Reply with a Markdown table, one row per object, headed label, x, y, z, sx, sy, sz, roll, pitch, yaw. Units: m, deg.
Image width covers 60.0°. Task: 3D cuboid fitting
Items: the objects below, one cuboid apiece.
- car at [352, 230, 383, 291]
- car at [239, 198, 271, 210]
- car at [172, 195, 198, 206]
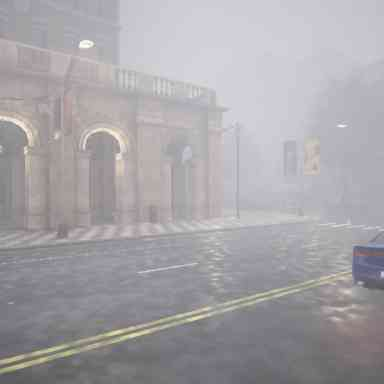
| label | x | y | z | sx | sy | sz | roll | pitch | yaw |
| --- | --- | --- | --- | --- | --- | --- | --- | --- | --- |
| car | 5.803 | 1.478 | 7.996 | 5.008 | 1.535 | 1.882 | 0 | 0 | -37 |
| car | 7.888 | 1.503 | 42.691 | 1.837 | 1.490 | 4.892 | 0 | 1 | -36 |
| car | -1.193 | 1.352 | 55.333 | 2.097 | 1.767 | 4.553 | 0 | 0 | -36 |
